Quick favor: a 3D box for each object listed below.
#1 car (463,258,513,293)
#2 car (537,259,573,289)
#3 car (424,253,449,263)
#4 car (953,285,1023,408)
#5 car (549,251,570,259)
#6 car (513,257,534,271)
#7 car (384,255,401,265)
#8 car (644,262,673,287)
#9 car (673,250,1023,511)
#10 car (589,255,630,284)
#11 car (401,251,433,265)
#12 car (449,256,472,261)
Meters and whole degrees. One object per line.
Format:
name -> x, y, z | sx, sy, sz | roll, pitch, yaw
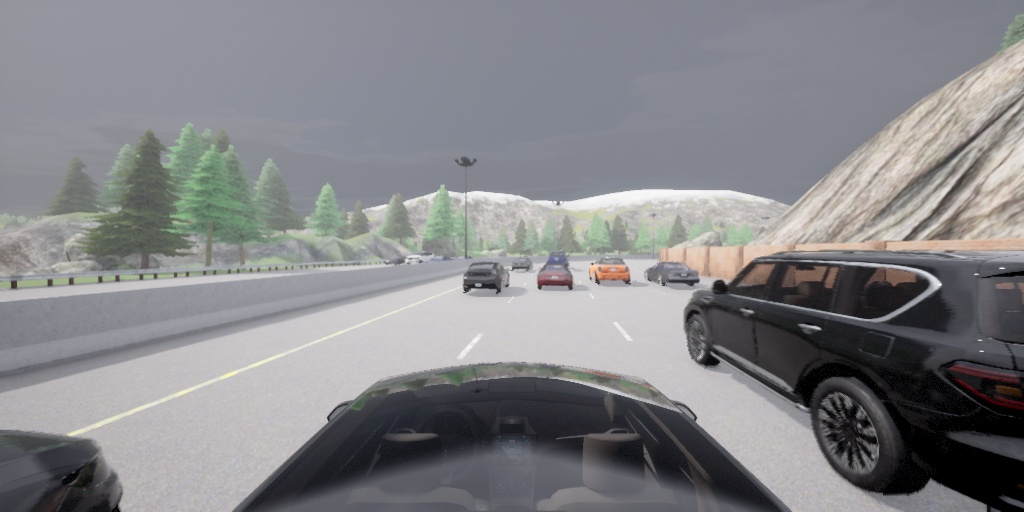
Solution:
car -> -1.258, 1.044, 18.852 | 1.837, 1.490, 4.892 | 0, 1, 7
car -> 2.513, 1.079, 20.988 | 1.994, 1.385, 4.181 | 0, 1, 7
car -> -10.216, 0.662, 51.272 | 1.812, 1.442, 4.674 | 0, 1, 17
car -> 7.468, 1.233, 2.874 | 2.128, 1.511, 4.902 | 0, 1, 7
car -> 5.560, 0.481, 42.069 | 2.150, 2.045, 5.566 | 0, 1, 13
car -> 1.167, 0.853, 38.135 | 2.033, 1.411, 5.357 | 0, 1, 10
car -> -16.950, 0.601, 53.164 | 2.128, 1.511, 4.902 | 0, 1, 17
car -> 9.682, 1.055, 22.054 | 2.033, 1.411, 5.357 | 0, 1, 7
car -> 4.135, 0.942, 4.517 | 2.150, 2.045, 5.566 | 0, 1, 7
car -> 6.352, 0.836, 23.720 | 2.097, 1.767, 4.553 | 0, 1, 7
car -> -13.419, 0.333, 52.786 | 2.150, 2.045, 5.566 | 0, 1, 18
car -> -6.718, 0.673, 50.769 | 1.812, 1.442, 4.674 | 0, 1, 18
